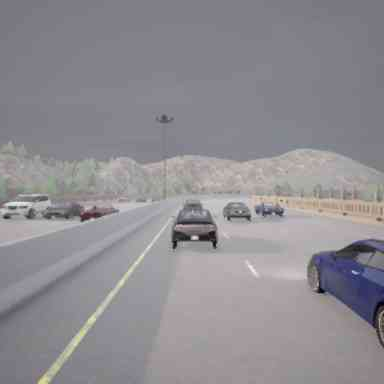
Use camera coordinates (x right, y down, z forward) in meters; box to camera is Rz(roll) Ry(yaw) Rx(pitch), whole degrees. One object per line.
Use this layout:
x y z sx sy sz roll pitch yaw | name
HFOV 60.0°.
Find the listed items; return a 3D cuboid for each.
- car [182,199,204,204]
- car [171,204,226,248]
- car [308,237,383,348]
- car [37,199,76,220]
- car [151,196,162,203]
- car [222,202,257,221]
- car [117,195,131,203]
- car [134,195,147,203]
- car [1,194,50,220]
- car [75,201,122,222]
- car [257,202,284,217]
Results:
0.105 1.499 32.825 1.837 1.490 4.892 0 0 0 | car
0.103 1.489 14.824 2.128 1.511 4.902 0 0 0 | car
3.601 1.525 5.852 1.812 1.442 4.674 0 0 0 | car
-10.595 1.543 28.082 2.033 1.411 5.357 0 0 0 | car
-6.992 1.485 66.324 1.837 1.490 4.892 0 0 0 | car
3.605 1.542 27.324 2.033 1.411 5.357 0 0 0 | car
-13.986 1.340 68.368 2.097 1.767 4.553 0 0 0 | car
-10.482 1.337 68.187 2.097 1.767 4.553 0 0 0 | car
-14.094 1.218 28.792 2.150 2.045 5.566 0 0 0 | car
-7.095 1.596 25.714 1.895 1.301 4.718 0 0 0 | car
7.105 1.595 31.238 1.895 1.301 4.718 0 0 0 | car
